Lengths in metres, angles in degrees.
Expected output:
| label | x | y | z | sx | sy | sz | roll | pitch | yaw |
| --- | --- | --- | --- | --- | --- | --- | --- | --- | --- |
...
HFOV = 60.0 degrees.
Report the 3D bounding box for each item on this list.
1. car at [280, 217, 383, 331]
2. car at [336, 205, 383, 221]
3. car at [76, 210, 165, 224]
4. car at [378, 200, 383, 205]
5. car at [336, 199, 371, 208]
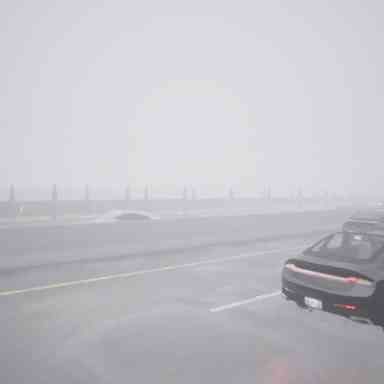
| label | x | y | z | sx | sy | sz | roll | pitch | yaw |
| --- | --- | --- | --- | --- | --- | --- | --- | --- | --- |
| car | 3.829 | 1.493 | 6.563 | 4.902 | 1.511 | 2.128 | 0 | 0 | -36 |
| car | 8.312 | 1.507 | 14.259 | 4.892 | 1.490 | 1.837 | 0 | 0 | -37 |
| car | -3.224 | 1.529 | 14.642 | 4.674 | 1.442 | 1.812 | 0 | 0 | -36 |
| car | 23.881 | 1.357 | 39.329 | 4.553 | 1.767 | 2.097 | 0 | 0 | -37 |
| car | 19.762 | 1.554 | 40.598 | 5.357 | 1.411 | 2.033 | 0 | 0 | -37 |
